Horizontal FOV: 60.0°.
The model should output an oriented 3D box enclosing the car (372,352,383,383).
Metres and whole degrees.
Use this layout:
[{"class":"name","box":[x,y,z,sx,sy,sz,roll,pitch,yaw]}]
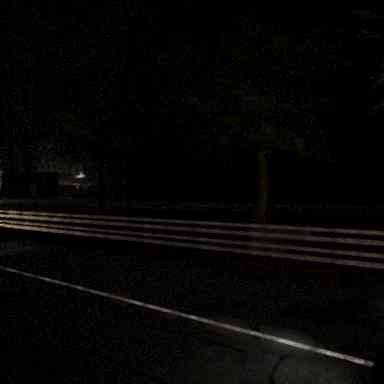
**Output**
[{"class":"car","box":[3.446,1.514,1.534,4.674,1.442,1.812,-1,0,35]}]
